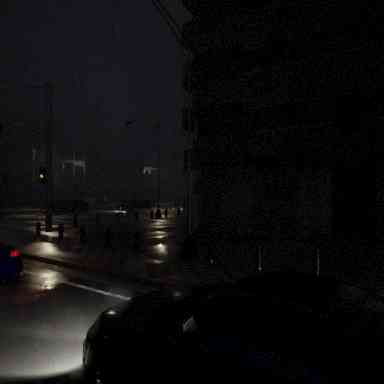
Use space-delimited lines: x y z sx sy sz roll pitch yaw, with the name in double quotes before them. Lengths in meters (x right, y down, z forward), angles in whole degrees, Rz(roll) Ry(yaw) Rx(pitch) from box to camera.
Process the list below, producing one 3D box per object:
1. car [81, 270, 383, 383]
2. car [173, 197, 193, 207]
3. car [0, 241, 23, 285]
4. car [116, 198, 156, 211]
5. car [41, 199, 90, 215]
"car" 0.767 1.564 3.445 4.181 1.385 1.994 0 0 36
"car" -0.751 1.449 49.406 1.837 1.490 4.892 0 0 36
"car" -6.084 1.564 8.315 4.181 1.385 1.994 0 0 36
"car" -6.808 1.492 41.050 2.033 1.411 5.357 0 0 36
"car" -12.539 1.449 33.120 1.837 1.490 4.892 0 0 36
